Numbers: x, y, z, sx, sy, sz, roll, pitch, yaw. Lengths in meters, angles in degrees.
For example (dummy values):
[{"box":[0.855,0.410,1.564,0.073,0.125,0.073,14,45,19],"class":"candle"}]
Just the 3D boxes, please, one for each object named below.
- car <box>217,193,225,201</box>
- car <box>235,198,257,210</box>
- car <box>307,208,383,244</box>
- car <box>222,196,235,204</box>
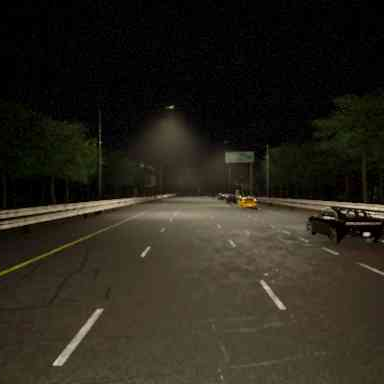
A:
[{"box":[7.353,1.560,83.079,1.895,1.301,4.718,0,0,0],"class":"car"},{"box":[7.098,1.497,42.820,1.882,1.535,5.008,0,0,0],"class":"car"},{"box":[7.013,1.494,15.766,2.128,1.511,4.902,0,0,0],"class":"car"},{"box":[7.206,1.499,61.993,1.837,1.490,4.892,0,0,0],"class":"car"}]
